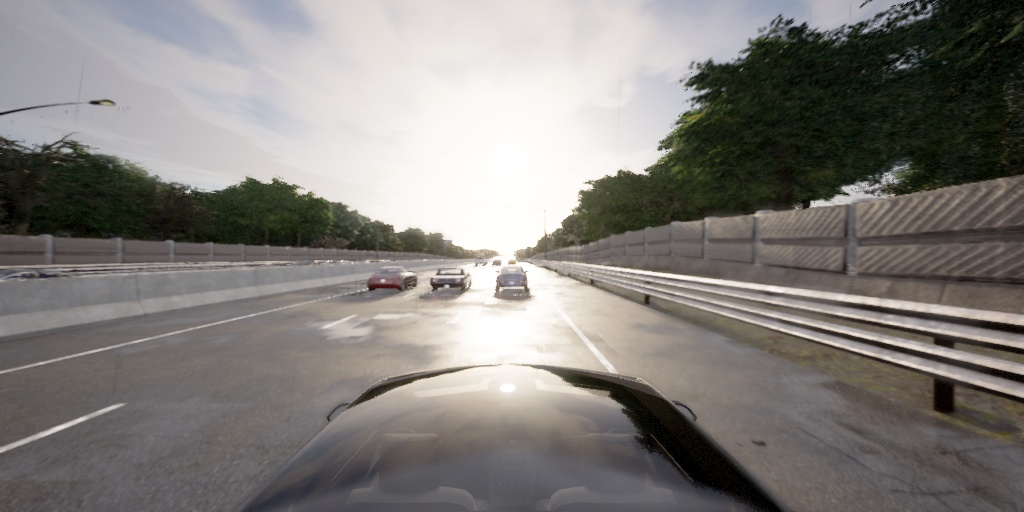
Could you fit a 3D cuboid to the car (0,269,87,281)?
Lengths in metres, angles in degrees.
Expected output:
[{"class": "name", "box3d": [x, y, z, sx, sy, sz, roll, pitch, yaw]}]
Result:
[{"class": "car", "box3d": [-17.546, 1.241, 12.434, 2.128, 1.511, 4.902, 0, 0, 0]}]

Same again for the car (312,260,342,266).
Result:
[{"class": "car", "box3d": [-21.063, 1.269, 42.656, 2.128, 1.511, 4.902, 0, 0, 0]}]

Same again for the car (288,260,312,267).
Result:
[{"class": "car", "box3d": [-24.562, 1.281, 42.482, 1.837, 1.490, 4.892, 0, 0, 1]}]

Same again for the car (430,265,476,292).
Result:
[{"class": "car", "box3d": [-3.504, 1.351, 21.501, 1.895, 1.301, 4.718, 0, 0, 0]}]

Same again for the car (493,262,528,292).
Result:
[{"class": "car", "box3d": [-0.004, 1.276, 21.462, 1.812, 1.442, 4.674, 0, 0, 0]}]

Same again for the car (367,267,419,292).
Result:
[{"class": "car", "box3d": [-7.003, 1.314, 21.477, 1.994, 1.385, 4.181, 0, 0, 0]}]

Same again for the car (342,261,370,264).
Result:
[{"class": "car", "box3d": [-17.569, 1.302, 41.853, 1.812, 1.442, 4.674, 0, 0, 0]}]
